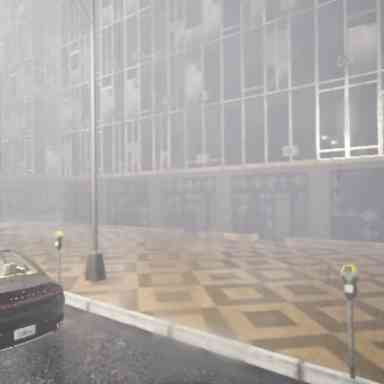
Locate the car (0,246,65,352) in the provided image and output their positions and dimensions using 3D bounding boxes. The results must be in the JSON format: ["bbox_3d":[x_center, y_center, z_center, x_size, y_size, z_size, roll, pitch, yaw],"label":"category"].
[{"bbox_3d":[-3.904,1.557,5.519,4.403,1.369,2.008,0,-1,36],"label":"car"}]
